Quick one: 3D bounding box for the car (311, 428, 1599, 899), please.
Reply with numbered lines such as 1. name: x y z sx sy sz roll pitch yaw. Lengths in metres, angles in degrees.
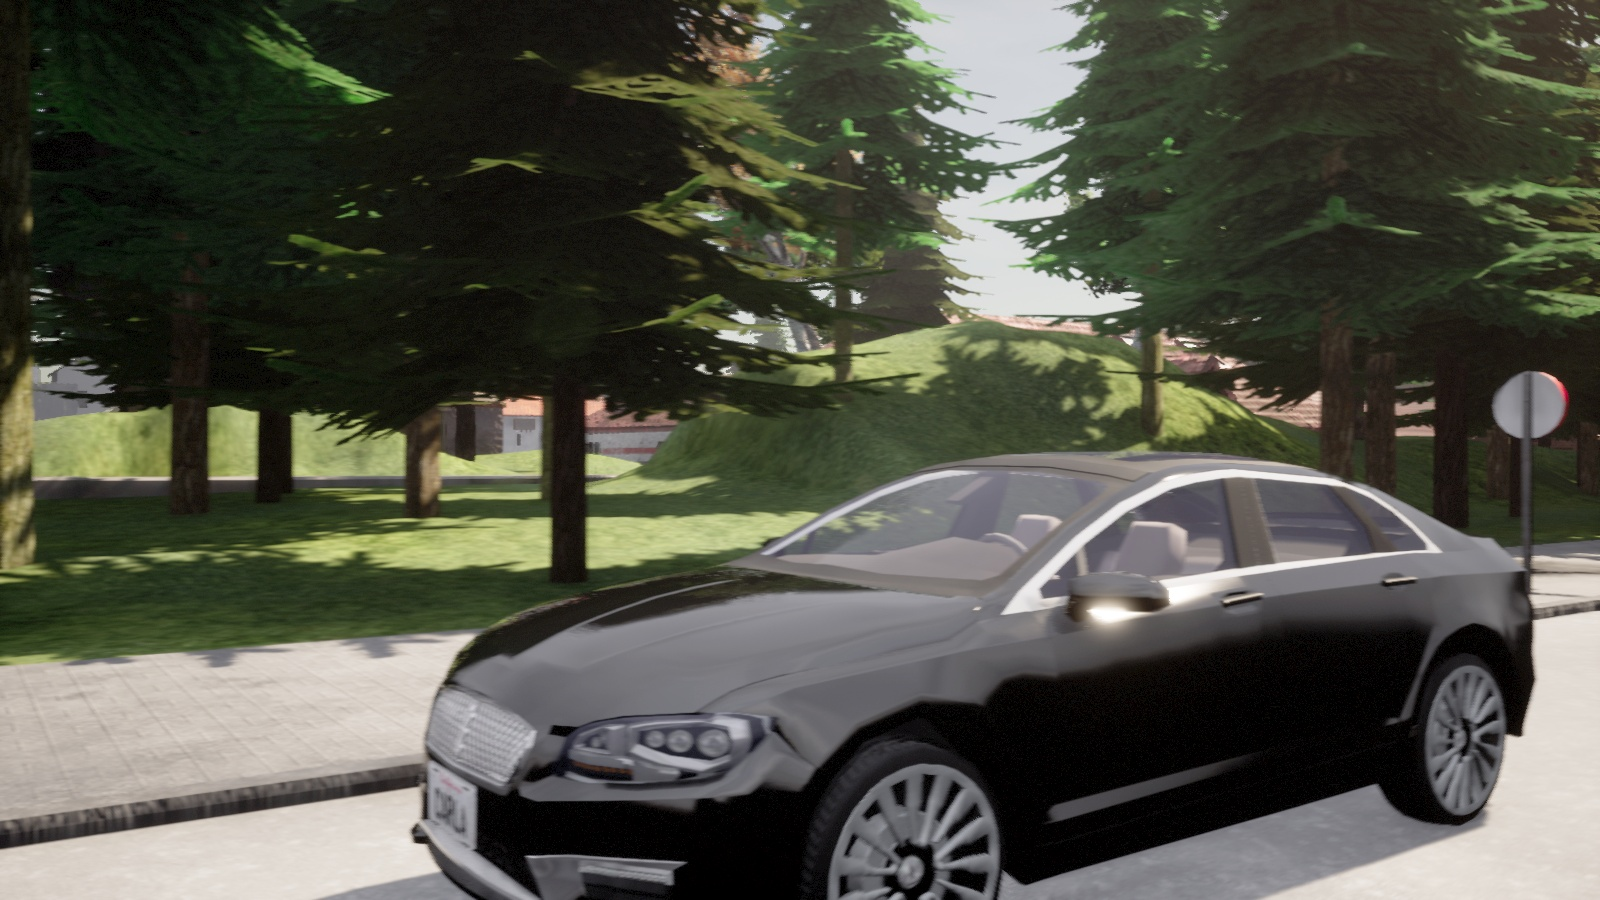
1. car: 0.914 0.716 4.904 4.902 1.511 2.128 0 0 -35
